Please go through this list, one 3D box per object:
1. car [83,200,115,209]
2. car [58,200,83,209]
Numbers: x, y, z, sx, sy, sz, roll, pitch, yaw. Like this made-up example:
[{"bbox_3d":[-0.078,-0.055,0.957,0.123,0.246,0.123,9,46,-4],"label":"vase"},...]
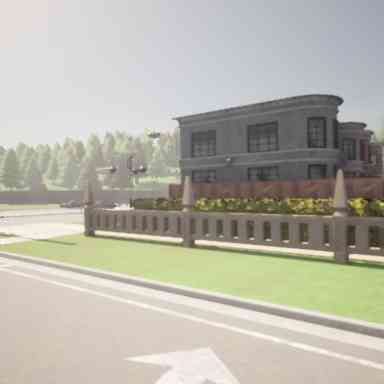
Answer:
[{"bbox_3d":[-13.723,1.955,50.146,1.994,1.385,4.181,-1,0,36],"label":"car"},{"bbox_3d":[-19.073,2.007,54.649,2.033,1.411,5.357,-1,0,37],"label":"car"}]
